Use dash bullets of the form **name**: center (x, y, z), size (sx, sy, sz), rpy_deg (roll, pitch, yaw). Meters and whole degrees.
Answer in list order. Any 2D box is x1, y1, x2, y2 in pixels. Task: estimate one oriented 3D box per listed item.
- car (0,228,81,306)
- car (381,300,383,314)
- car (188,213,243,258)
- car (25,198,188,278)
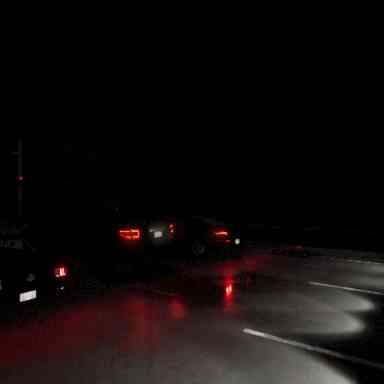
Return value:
- **car**: center (-4.773, 1.601, 7.353), size (4.718, 1.301, 1.895), rpy_deg (0, 0, 36)
- **car**: center (5.584, 1.548, 4.310), size (5.357, 1.411, 2.033), rpy_deg (0, 0, 35)
- **car**: center (-0.310, 1.526, 12.761), size (4.674, 1.442, 1.812), rpy_deg (0, 0, 36)
- **car**: center (-3.075, 1.221, 10.444), size (5.566, 2.045, 2.150), rpy_deg (0, 0, 36)
